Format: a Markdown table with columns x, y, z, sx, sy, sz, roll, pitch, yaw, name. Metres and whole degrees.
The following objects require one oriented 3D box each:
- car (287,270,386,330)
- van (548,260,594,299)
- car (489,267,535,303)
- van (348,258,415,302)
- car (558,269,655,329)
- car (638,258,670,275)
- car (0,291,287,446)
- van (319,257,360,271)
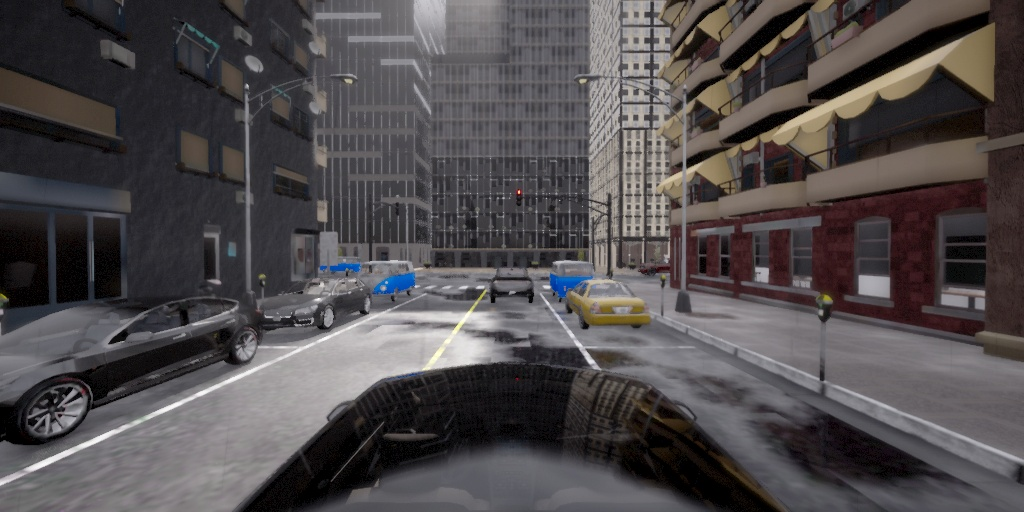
| x | y | z | sx | sy | sz | roll | pitch | yaw | name |
| --- | --- | --- | --- | --- | --- | --- | --- | --- | --- |
| -5.691 | 1.297 | 10.882 | 2.007 | 1.370 | 4.403 | 0 | 0 | 0 | car |
| 2.690 | 1.086 | 16.455 | 1.690 | 1.789 | 3.998 | 0 | 0 | 0 | van |
| 0.000 | 1.241 | 16.501 | 2.128 | 1.511 | 4.902 | 0 | 0 | 0 | car |
| -5.691 | 1.086 | 16.483 | 1.690 | 1.789 | 3.998 | 0 | 0 | 0 | van |
| 2.690 | 1.272 | 11.023 | 1.751 | 1.417 | 4.829 | 0 | 0 | 0 | car |
| 15.233 | 1.087 | 35.793 | 5.009 | 1.841 | 2.192 | 0 | 0 | 0 | car |
| -5.691 | 1.313 | 5.279 | 1.948 | 1.339 | 4.313 | 0 | 0 | 0 | car |
| -17.156 | 0.948 | 35.987 | 3.998 | 1.789 | 1.690 | 0 | 0 | 0 | van |
